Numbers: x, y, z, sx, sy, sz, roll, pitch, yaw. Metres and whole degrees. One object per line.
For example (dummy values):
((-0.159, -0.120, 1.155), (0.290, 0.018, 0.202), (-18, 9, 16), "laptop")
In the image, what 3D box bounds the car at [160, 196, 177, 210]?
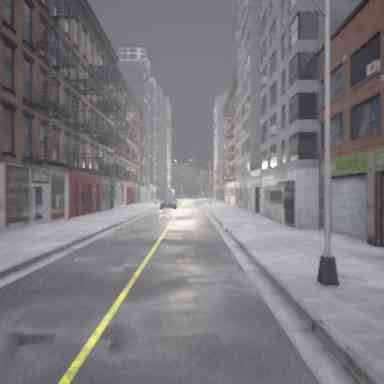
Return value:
((-3.022, 1.365, 43.470), (2.097, 1.767, 4.553), (0, 0, 0), "car")
